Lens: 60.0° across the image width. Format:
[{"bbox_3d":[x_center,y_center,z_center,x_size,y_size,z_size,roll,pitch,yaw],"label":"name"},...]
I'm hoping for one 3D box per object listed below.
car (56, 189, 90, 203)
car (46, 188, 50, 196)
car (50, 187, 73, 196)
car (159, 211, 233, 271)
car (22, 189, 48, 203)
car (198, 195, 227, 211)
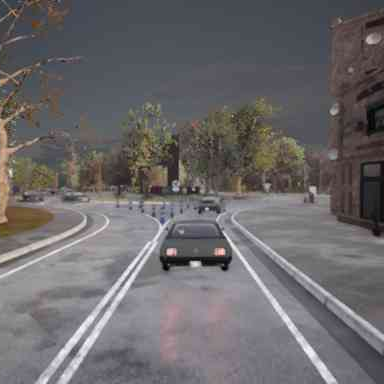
[{"bbox_3d":[-15.242,0.665,43.220,4.674,1.442,1.812,1,3,37],"label":"car"},{"bbox_3d":[-26.538,0.011,62.084,2.128,1.511,4.902,0,2,9],"label":"car"},{"bbox_3d":[-23.342,-0.102,61.143,2.097,1.767,4.553,0,2,8],"label":"car"},{"bbox_3d":[0.094,1.501,10.553,1.895,1.301,4.718,0,1,0],"label":"car"},{"bbox_3d":[-21.292,0.608,44.353,1.837,1.490,4.892,-3,3,-39],"label":"car"},{"bbox_3d":[1.864,1.070,29.561,1.837,1.490,4.892,0,2,15],"label":"car"}]
